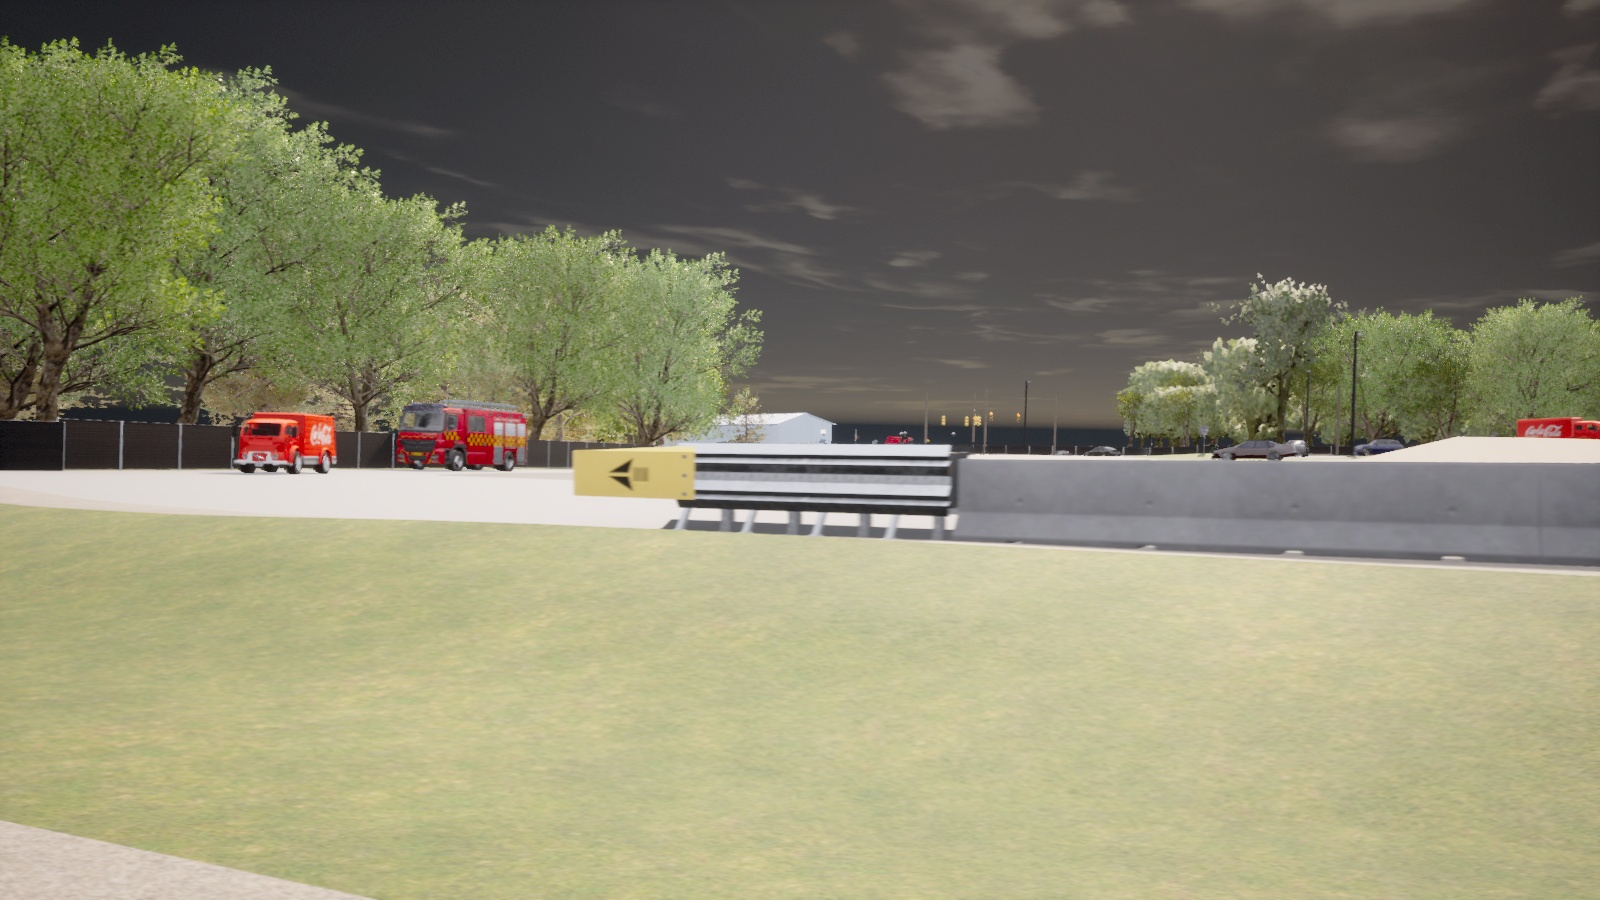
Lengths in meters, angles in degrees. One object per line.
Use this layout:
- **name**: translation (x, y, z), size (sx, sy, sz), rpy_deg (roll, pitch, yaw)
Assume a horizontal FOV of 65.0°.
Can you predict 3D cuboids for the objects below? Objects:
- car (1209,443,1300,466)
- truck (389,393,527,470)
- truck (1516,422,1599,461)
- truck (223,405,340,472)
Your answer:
- **car**: translation (30.000, 0.292, 82.871), size (5.357, 1.411, 2.033), rpy_deg (-1, -1, 30)
- **truck**: translation (-18.628, -0.911, 69.054), size (2.891, 3.827, 8.468), rpy_deg (2, 0, 19)
- **truck**: translation (51.513, -0.557, 84.410), size (2.627, 2.467, 5.204), rpy_deg (-1, 0, -39)
- **truck**: translation (-20.881, -0.427, 50.879), size (2.627, 2.467, 5.204), rpy_deg (2, 0, -1)
